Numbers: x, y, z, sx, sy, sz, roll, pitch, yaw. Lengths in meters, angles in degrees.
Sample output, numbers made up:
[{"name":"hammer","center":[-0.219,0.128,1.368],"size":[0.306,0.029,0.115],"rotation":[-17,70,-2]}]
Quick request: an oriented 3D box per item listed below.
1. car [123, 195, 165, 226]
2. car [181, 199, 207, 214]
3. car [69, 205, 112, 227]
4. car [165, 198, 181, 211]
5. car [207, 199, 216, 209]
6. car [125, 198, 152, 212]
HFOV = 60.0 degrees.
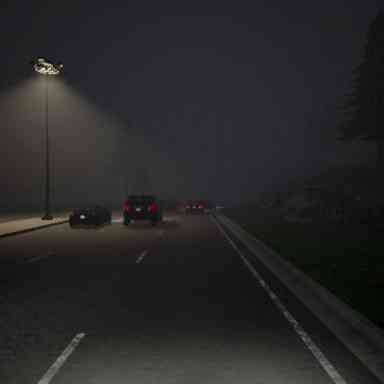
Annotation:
[{"name":"car","center":[-3.400,1.219,23.742],"size":[2.150,2.045,5.566],"rotation":[0,0,0]},{"name":"car","center":[0.332,1.547,35.211],"size":[2.033,1.411,5.357],"rotation":[0,0,3]},{"name":"car","center":[-6.900,1.564,22.987],"size":[1.994,1.385,4.181],"rotation":[0,0,0]},{"name":"car","center":[-2.550,1.478,40.555],"size":[1.882,1.535,5.008],"rotation":[0,0,9]},{"name":"car","center":[1.954,1.564,44.549],"size":[1.994,1.385,4.181],"rotation":[0,0,14]},{"name":"car","center":[-6.243,1.478,39.569],"size":[1.882,1.535,5.008],"rotation":[0,0,7]}]
